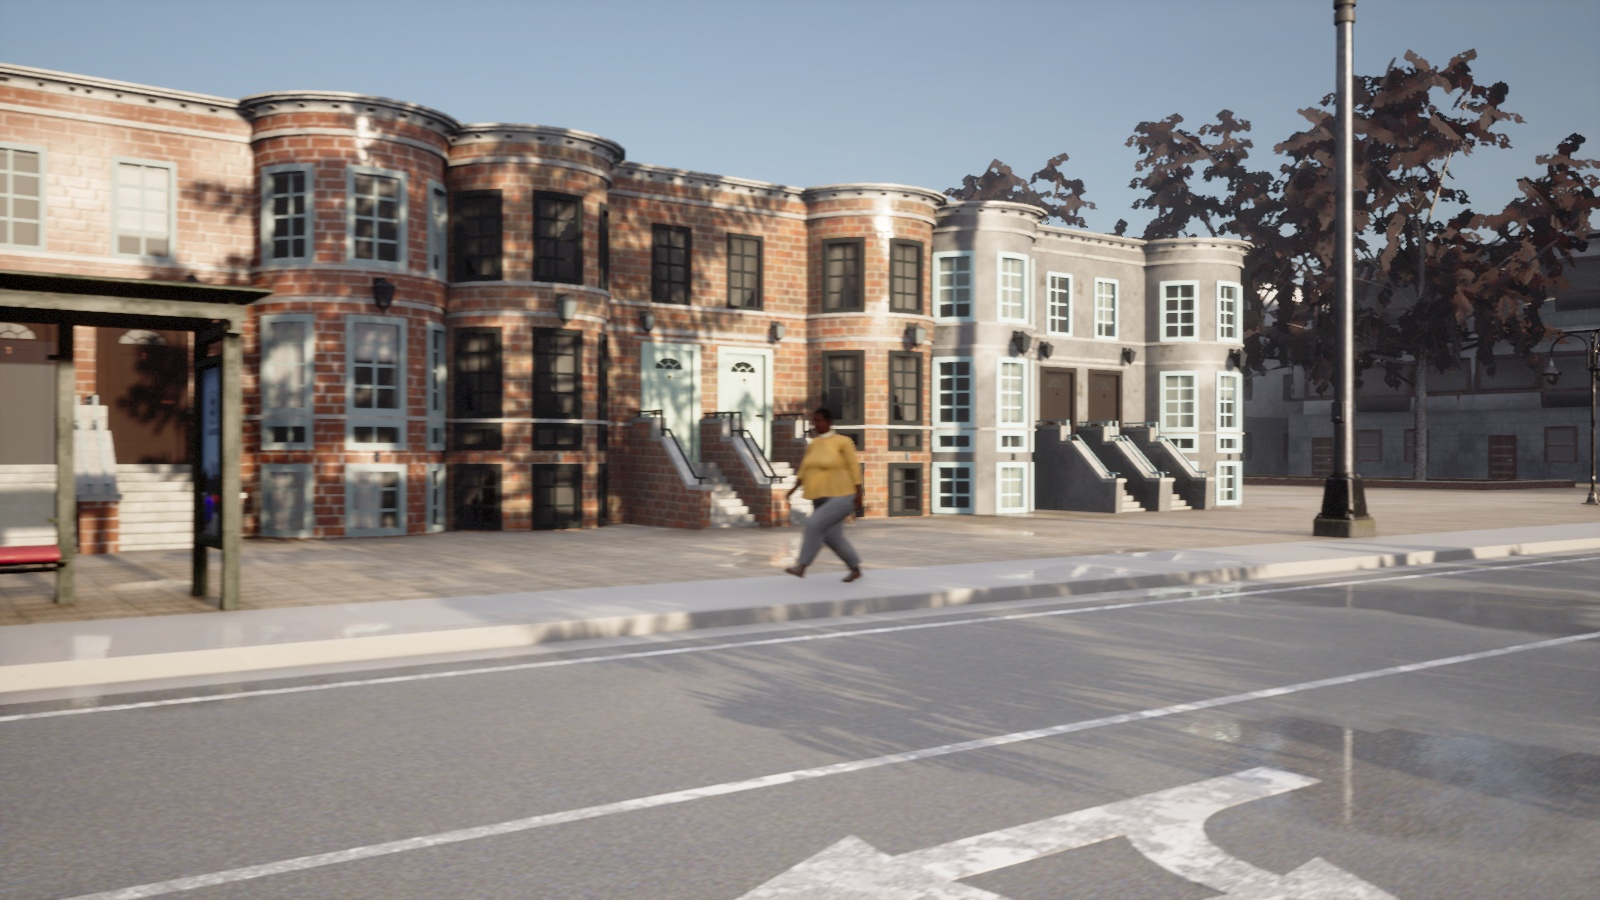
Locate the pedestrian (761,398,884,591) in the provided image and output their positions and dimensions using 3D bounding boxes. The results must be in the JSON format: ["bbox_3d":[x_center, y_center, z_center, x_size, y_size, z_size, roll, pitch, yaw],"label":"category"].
[{"bbox_3d":[0.226,0.430,12.711,0.900,1.855,0.874,0,0,-36],"label":"pedestrian"}]
